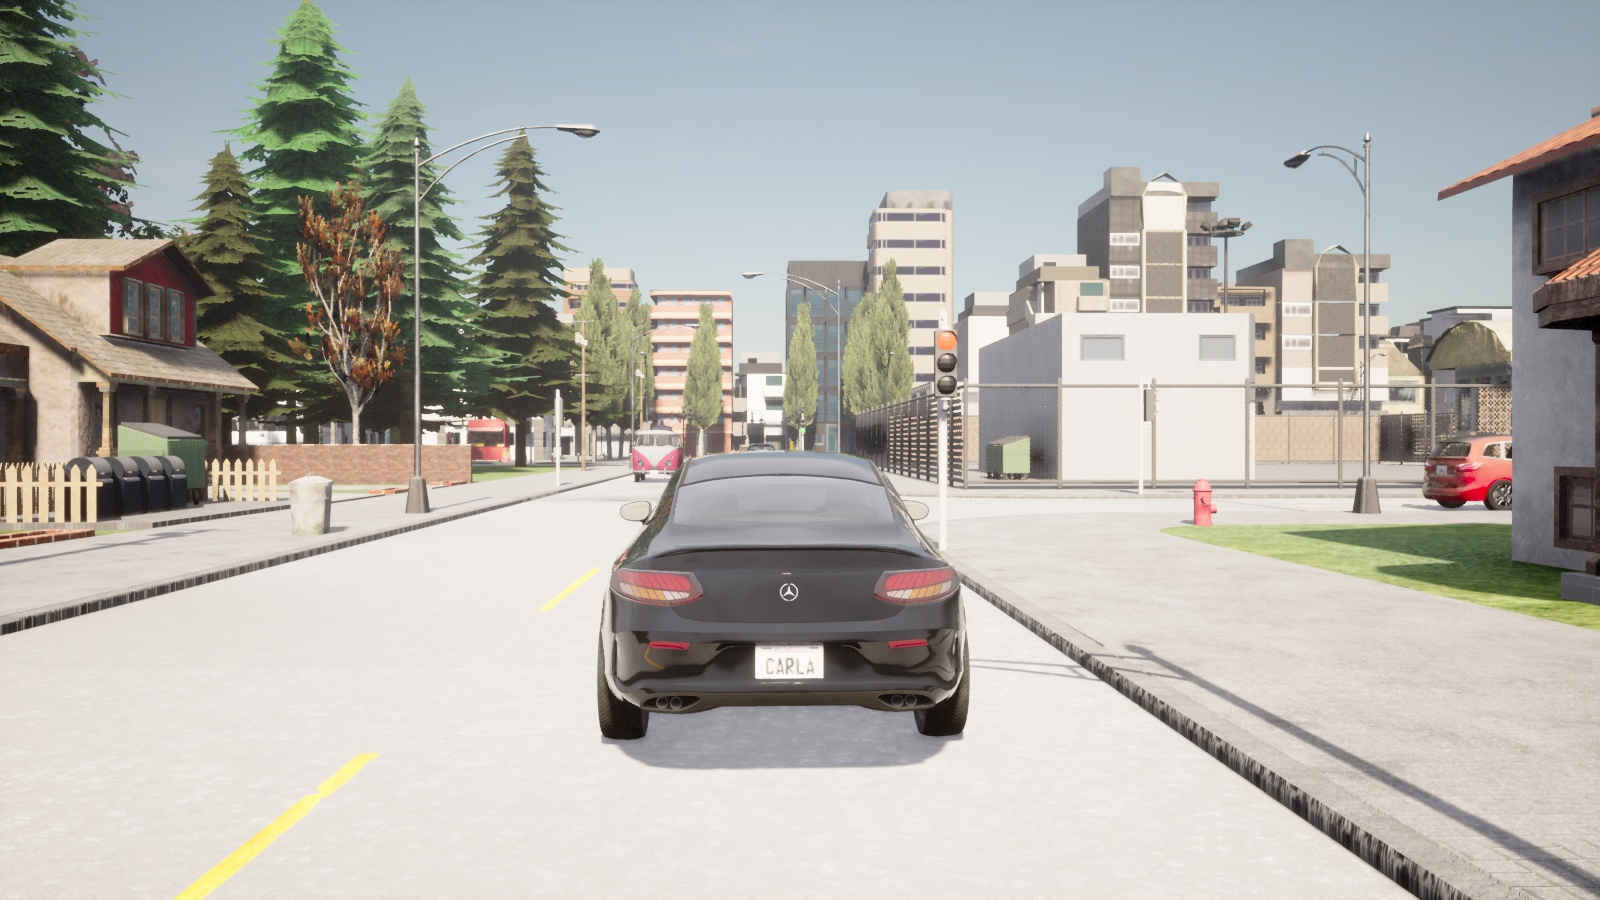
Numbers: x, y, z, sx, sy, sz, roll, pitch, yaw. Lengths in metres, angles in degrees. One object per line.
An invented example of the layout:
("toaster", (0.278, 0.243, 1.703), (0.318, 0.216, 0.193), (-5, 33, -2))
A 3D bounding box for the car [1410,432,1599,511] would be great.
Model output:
("car", (16.226, 0.449, 27.525), (4.611, 1.667, 2.242), (0, 0, -2))

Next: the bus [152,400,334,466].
("bus", (-36.822, -1.130, 83.328), (10.273, 4.253, 3.944), (0, 0, -2))

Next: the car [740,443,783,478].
("car", (-1.715, 0.446, 55.383), (1.816, 1.474, 4.193), (0, 0, -2))

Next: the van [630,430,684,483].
("van", (-5.522, 0.218, 49.039), (1.775, 1.987, 4.442), (0, 0, -2))

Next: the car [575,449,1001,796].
("car", (-0.142, 0.729, 7.674), (1.812, 1.442, 4.674), (0, 0, -2))
